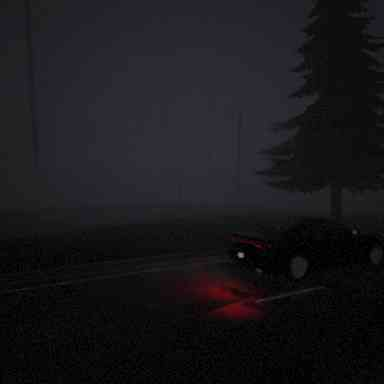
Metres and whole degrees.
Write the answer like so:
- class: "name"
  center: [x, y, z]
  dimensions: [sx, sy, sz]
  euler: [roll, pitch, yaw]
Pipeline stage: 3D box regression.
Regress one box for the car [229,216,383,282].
- class: "car"
  center: [3.425, 1.428, 9.595]
  dimensions: [5.008, 1.535, 1.882]
  euler: [0, 0, -28]
